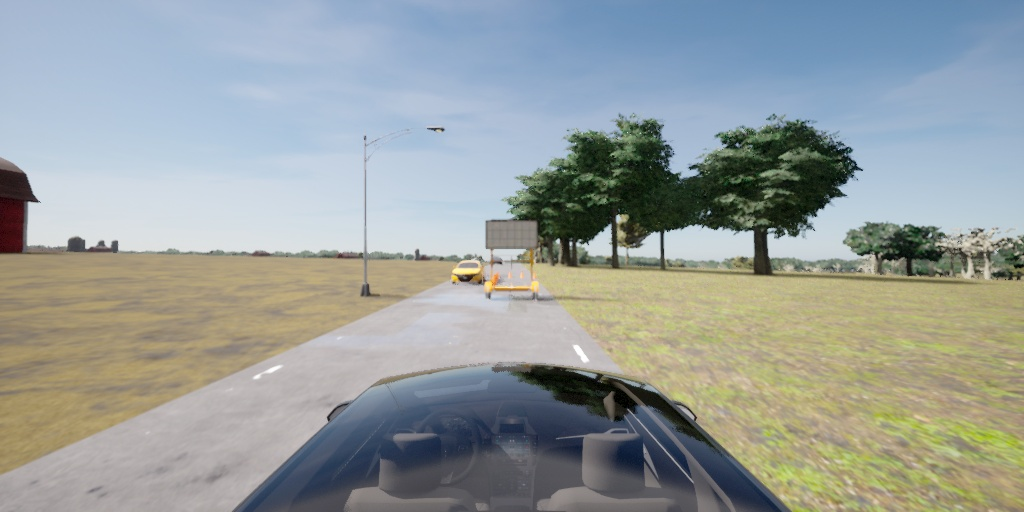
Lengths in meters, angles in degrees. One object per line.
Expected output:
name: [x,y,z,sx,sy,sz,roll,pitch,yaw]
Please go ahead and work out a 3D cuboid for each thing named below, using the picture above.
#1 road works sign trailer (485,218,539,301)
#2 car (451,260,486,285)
road works sign trailer: [-0.013,0.093,16.355,2.380,3.560,2.880,0,0,0]
car: [-2.838,1.047,24.182,1.882,1.535,5.008,0,0,0]
